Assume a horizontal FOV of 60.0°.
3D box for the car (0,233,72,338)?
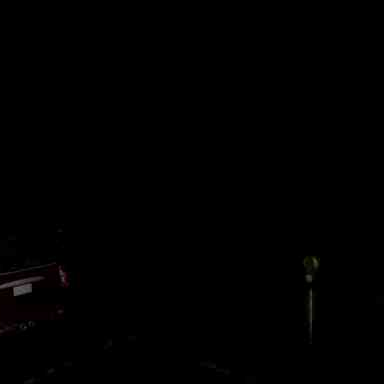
[{"bbox_3d":[-4.033,1.440,5.949,4.097,1.590,1.967,0,0,35],"label":"car"}]
